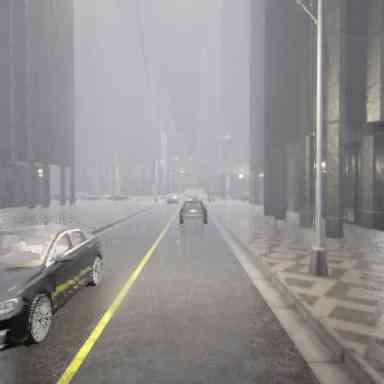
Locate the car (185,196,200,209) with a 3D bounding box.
[{"bbox_3d":[0.078,1.264,42.600,1.837,1.490,4.892,0,0,0],"label":"car"}]

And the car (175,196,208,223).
[{"bbox_3d":[0.094,1.284,24.074,2.033,1.649,4.856,0,1,0],"label":"car"}]

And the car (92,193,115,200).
[{"bbox_3d":[-20.637,1.002,77.514,4.829,1.417,1.752,0,1,0],"label":"car"}]

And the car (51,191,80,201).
[{"bbox_3d":[-25.977,0.942,68.967,5.009,1.841,2.192,0,1,0],"label":"car"}]

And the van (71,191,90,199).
[{"bbox_3d":[-25.991,0.795,77.495,3.998,1.788,1.690,0,1,0],"label":"van"}]

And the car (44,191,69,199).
[{"bbox_3d":[-31.516,0.746,77.478,5.009,1.841,2.192,0,1,0],"label":"car"}]

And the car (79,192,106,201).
[{"bbox_3d":[-20.453,1.201,68.989,4.403,1.369,2.008,0,1,0],"label":"car"}]

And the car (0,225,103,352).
[{"bbox_3d":[-3.100,1.451,6.349,2.128,1.511,4.902,0,0,0],"label":"car"}]

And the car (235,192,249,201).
[{"bbox_3d":[12.114,1.117,69.088,5.009,1.841,2.192,0,1,0],"label":"car"}]

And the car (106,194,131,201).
[{"bbox_3d":[-14.928,1.219,69.007,4.507,1.381,1.887,0,1,0],"label":"car"}]

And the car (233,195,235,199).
[{"bbox_3d":[12.098,0.945,77.611,5.009,1.841,2.192,0,1,0],"label":"car"}]

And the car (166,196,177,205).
[{"bbox_3d":[-3.010,1.266,53.299,2.033,1.411,5.357,0,0,0],"label":"car"}]
